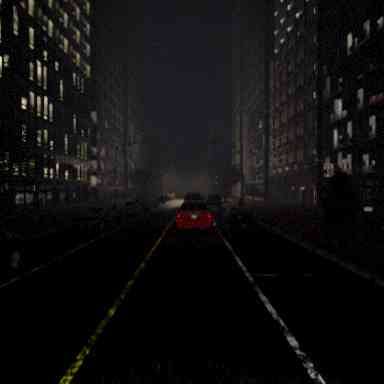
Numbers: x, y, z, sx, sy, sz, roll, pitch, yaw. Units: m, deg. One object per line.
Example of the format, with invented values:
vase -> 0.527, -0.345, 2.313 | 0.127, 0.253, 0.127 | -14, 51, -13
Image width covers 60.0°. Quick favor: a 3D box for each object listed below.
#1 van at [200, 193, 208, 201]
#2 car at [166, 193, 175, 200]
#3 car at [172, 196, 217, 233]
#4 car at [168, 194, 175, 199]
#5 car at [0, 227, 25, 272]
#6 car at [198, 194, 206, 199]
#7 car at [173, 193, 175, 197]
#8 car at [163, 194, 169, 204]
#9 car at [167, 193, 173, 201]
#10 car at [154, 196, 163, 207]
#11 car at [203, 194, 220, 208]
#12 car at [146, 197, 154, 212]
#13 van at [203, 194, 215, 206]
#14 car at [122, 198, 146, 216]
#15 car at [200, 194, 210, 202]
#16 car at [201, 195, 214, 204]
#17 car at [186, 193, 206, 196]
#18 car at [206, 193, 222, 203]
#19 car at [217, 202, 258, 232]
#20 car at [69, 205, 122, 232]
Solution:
van -> 2.716, 1.142, 76.172 | 1.690, 1.788, 3.998 | -1, 0, 0
car -> -5.659, 1.085, 87.544 | 2.192, 1.841, 5.009 | -1, 0, 0
car -> 0.110, 1.302, 19.518 | 2.097, 1.767, 4.553 | 0, 0, 0
car -> -5.655, 1.336, 93.228 | 1.802, 1.307, 4.206 | -1, 0, 0
car -> -5.694, 1.531, 7.973 | 2.008, 1.369, 4.403 | -1, 0, 0
car -> 2.726, 1.305, 93.224 | 2.008, 1.369, 4.403 | -1, 0, 0
car -> -5.660, 1.226, 81.860 | 1.967, 1.590, 4.097 | -1, 0, 0
car -> -5.670, 1.413, 59.126 | 1.947, 1.339, 4.313 | -1, 0, 0
car -> -5.665, 1.368, 70.493 | 2.008, 1.369, 4.403 | -1, 0, 0
car -> -5.675, 1.403, 47.589 | 1.752, 1.417, 4.829 | -1, 0, 0
car -> 2.703, 1.193, 47.755 | 2.192, 1.841, 5.009 | -1, 0, 0
car -> -5.681, 1.347, 36.391 | 1.967, 1.590, 4.097 | -1, 0, 0
van -> 2.706, 1.204, 53.438 | 1.690, 1.788, 3.998 | -1, 0, 0
car -> -5.683, 1.504, 30.708 | 1.802, 1.307, 4.206 | -1, 0, 0
car -> 2.714, 1.257, 70.489 | 1.967, 1.590, 4.097 | -1, 0, 0
car -> 2.710, 1.288, 59.122 | 1.967, 1.590, 4.097 | -1, 0, 0
car -> 0.119, 1.123, 38.529 | 2.150, 2.045, 5.566 | 0, 0, 0
car -> 2.700, 1.208, 42.071 | 2.192, 1.841, 5.009 | -1, 0, 0
car -> 2.692, 1.502, 19.336 | 2.008, 1.369, 4.403 | -1, 0, 0
car -> -5.688, 1.502, 19.340 | 2.008, 1.369, 4.403 | -1, 0, 0
